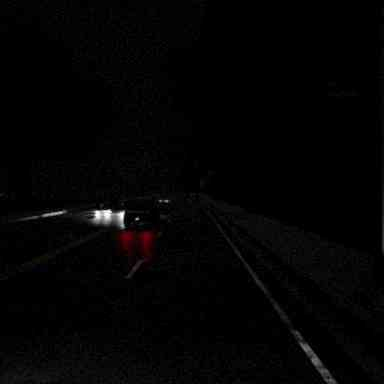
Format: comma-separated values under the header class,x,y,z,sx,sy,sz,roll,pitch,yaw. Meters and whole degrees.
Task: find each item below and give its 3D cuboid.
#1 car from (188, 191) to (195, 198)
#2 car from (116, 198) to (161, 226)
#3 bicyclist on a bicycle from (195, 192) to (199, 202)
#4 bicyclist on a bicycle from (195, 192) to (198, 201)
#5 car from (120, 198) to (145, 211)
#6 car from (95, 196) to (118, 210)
class,x,y,z,sx,sy,sz,roll,pitch,yaw
car,-0.018,0.810,85.521,1.812,1.442,4.674,0,0,0
car,-3.156,1.338,21.631,2.128,1.511,4.902,0,0,0
bicyclist on a bicycle,0.880,0.984,58.547,0.659,1.776,1.843,0,0,0
bicyclist on a bicycle,0.878,0.927,67.549,0.659,1.776,1.843,0,0,0
car,-6.603,1.346,37.285,1.895,1.301,4.718,0,0,0
car,-9.848,1.228,38.705,2.128,1.511,4.902,0,0,0
